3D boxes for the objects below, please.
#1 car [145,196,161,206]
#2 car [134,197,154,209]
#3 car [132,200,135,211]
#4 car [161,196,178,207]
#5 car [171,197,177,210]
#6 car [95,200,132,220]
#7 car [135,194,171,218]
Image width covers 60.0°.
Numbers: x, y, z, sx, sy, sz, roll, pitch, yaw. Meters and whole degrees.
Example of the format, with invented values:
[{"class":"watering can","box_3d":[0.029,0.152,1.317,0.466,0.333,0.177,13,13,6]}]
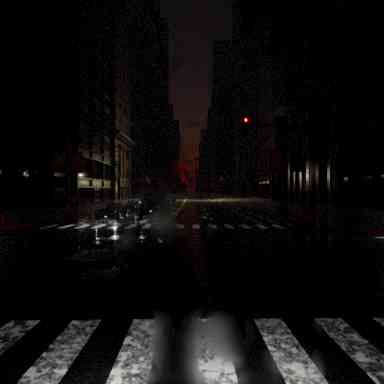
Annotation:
[{"class":"car","box_3d":[-6.582,1.503,57.075,2.033,1.411,5.357,0,0,0]},{"class":"car","box_3d":[-6.610,1.462,46.420,2.128,1.511,4.902,0,0,0]},{"class":"car","box_3d":[-6.614,1.581,37.012,1.895,1.301,4.718,0,0,0]},{"class":"car","box_3d":[-3.352,1.458,50.459,2.128,1.511,4.902,0,0,0]},{"class":"car","box_3d":[-3.362,1.469,40.036,2.128,1.511,4.902,0,0,0]},{"class":"car","box_3d":[-6.629,1.588,27.896,1.895,1.301,4.718,0,0,1]},{"class":"car","box_3d":[-3.361,1.207,29.943,2.150,2.045,5.566,0,0,0]}]
